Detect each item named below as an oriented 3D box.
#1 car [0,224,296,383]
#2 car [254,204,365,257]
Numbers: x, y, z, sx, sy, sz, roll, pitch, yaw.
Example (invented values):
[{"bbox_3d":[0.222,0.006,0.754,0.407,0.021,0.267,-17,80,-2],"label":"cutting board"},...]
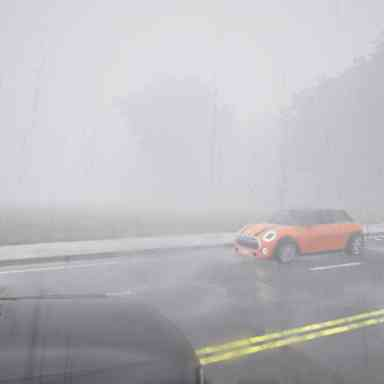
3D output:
[{"bbox_3d":[-2.488,1.222,1.445,5.566,2.045,2.150,0,0,-24],"label":"car"},{"bbox_3d":[3.754,1.338,11.619,4.553,1.767,2.097,0,0,-24],"label":"car"}]
